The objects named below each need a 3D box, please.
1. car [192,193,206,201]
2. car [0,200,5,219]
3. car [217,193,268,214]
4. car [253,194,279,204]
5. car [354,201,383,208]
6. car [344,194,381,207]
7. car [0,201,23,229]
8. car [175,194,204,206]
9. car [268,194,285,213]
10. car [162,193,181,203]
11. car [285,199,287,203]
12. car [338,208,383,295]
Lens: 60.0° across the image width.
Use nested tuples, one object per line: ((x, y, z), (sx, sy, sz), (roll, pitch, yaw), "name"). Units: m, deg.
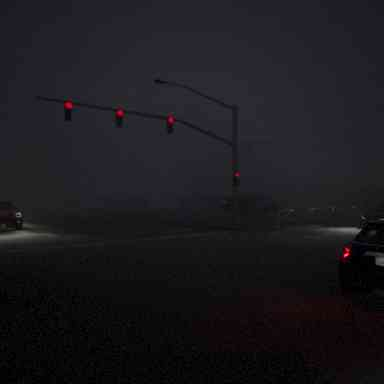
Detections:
((0.219, 1.218, 69.799), (1.932, 1.855, 4.605), (0, 0, -35), "car")
((-17.756, 1.495, 28.948), (2.128, 1.511, 4.902), (0, 0, -35), "car")
((4.971, 1.191, 33.398), (1.932, 1.855, 4.605), (0, 0, -35), "car")
((13.393, 1.227, 60.629), (1.932, 1.855, 4.605), (0, 0, -35), "car")
((12.920, 1.542, 21.587), (4.892, 1.490, 1.837), (0, 0, -34), "car")
((23.442, 1.230, 46.277), (1.905, 1.878, 3.866), (0, 0, -35), "car")
((-11.983, 1.355, 20.742), (2.097, 1.767, 4.553), (0, 0, -35), "car")
((-0.409, 1.442, 50.880), (1.970, 1.475, 3.806), (0, 0, -35), "car")
((7.375, 1.198, 35.011), (1.905, 1.878, 3.866), (0, 0, -35), "car")
((-4.327, 1.451, 66.564), (1.970, 1.475, 3.806), (0, 0, -35), "car")
((15.805, 1.442, 62.235), (1.784, 1.438, 3.905), (0, 0, -35), "car")
((5.396, 1.366, 7.593), (4.553, 1.767, 2.097), (0, 0, -35), "car")
